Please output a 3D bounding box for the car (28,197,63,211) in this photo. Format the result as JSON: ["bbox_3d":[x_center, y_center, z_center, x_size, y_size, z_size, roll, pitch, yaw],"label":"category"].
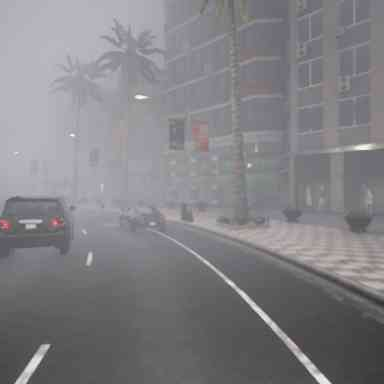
[{"bbox_3d":[-16.615,1.341,37.588,4.181,1.385,1.994,0,1,41],"label":"car"}]

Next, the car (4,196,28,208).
[{"bbox_3d":[-23.710,1.284,44.658,1.812,1.442,4.674,-1,1,-42],"label":"car"}]

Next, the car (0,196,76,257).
[{"bbox_3d":[-5.821,1.145,12.891,2.150,2.045,5.566,0,0,-18],"label":"car"}]

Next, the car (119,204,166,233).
[{"bbox_3d":[-2.835,1.385,18.566,1.812,1.442,4.674,-1,1,-23],"label":"car"}]
